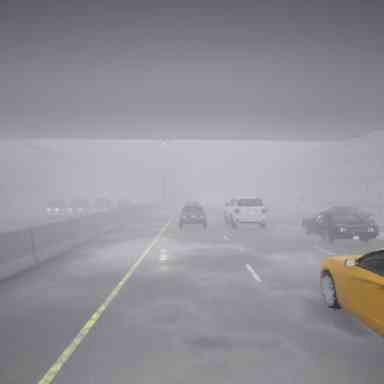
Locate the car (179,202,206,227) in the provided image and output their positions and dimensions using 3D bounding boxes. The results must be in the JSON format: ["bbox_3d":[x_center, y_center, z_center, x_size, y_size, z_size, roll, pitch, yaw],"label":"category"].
[{"bbox_3d":[0.065,1.662,23.795,2.033,1.411,5.357,0,0,0],"label":"car"}]

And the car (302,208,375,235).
[{"bbox_3d":[7.077,1.681,16.566,1.895,1.301,4.718,0,0,0],"label":"car"}]

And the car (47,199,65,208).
[{"bbox_3d":[-21.111,1.816,52.200,1.994,1.385,4.181,0,0,0],"label":"car"}]

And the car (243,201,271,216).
[{"bbox_3d":[7.034,1.723,36.506,2.033,1.411,5.357,0,0,0],"label":"car"}]

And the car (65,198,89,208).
[{"bbox_3d":[-17.613,1.762,52.158,1.837,1.490,4.892,0,-1,0],"label":"car"}]

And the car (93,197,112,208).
[{"bbox_3d":[-14.108,1.605,52.676,2.097,1.767,4.553,0,0,0],"label":"car"}]

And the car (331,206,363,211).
[{"bbox_3d":[10.565,1.660,23.247,2.033,1.411,5.357,0,0,0],"label":"car"}]

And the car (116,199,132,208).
[{"bbox_3d":[-10.609,1.784,52.552,1.812,1.442,4.674,0,0,0],"label":"car"}]

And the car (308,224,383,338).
[{"bbox_3d":[3.593,1.502,4.914,1.882,1.535,5.008,0,-1,0],"label":"car"}]

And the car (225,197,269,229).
[{"bbox_3d":[3.564,1.334,22.877,2.150,2.045,5.566,0,0,-1],"label":"car"}]
